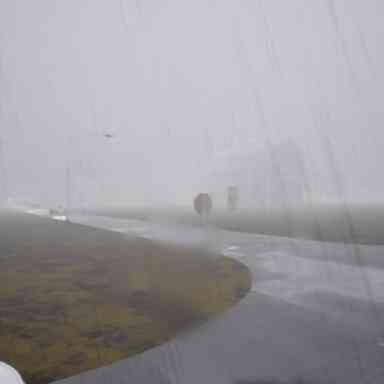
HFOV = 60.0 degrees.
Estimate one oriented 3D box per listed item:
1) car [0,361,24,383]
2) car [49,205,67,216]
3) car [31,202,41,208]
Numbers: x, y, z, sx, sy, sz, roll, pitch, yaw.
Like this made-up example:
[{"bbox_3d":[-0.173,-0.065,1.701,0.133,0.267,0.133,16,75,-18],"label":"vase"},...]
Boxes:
[{"bbox_3d":[-2.917,1.548,0.879,4.674,1.442,1.812,-1,0,-33],"label":"car"},{"bbox_3d":[-19.585,2.659,48.521,2.128,1.511,4.902,1,-2,-33],"label":"car"},{"bbox_3d":[-40.420,3.454,85.951,1.837,1.490,4.892,1,-2,-33],"label":"car"}]
